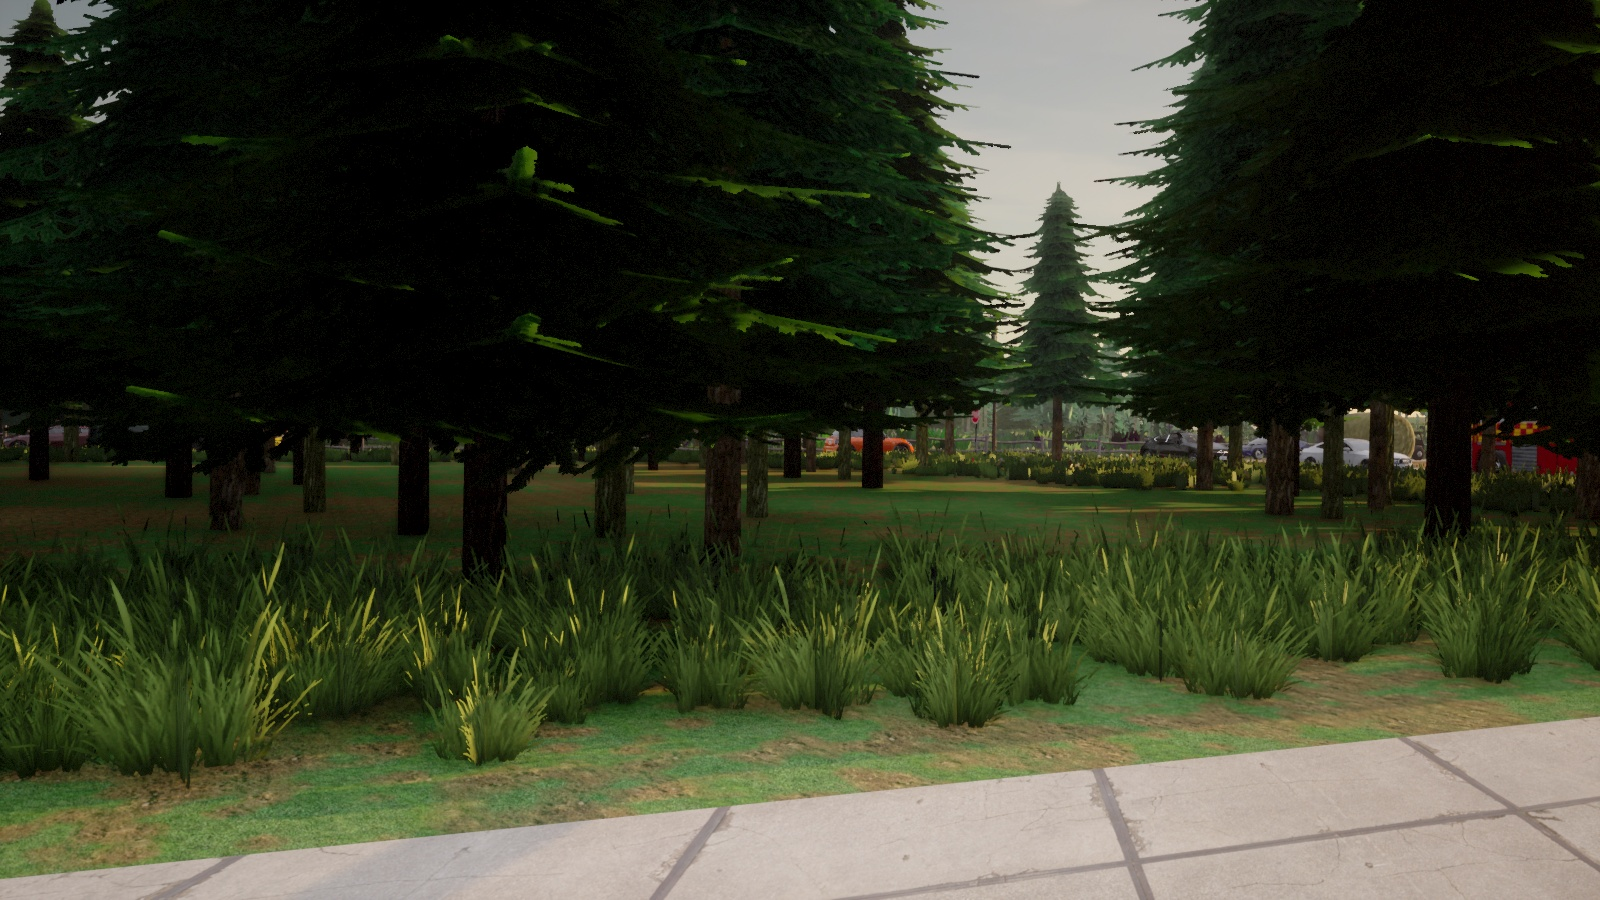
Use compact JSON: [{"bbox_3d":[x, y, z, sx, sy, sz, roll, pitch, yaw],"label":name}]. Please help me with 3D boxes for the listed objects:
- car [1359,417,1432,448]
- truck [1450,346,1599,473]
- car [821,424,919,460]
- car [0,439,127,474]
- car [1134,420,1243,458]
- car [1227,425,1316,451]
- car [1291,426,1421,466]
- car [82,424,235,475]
[{"bbox_3d":[37.596,-1.110,79.296,3.866,1.878,1.905,-1,1,-18],"label":"car"},{"bbox_3d":[24.896,-1.245,39.123,2.891,3.827,8.468,-1,1,-21],"label":"truck"},{"bbox_3d":[3.577,-0.440,64.520,4.553,1.767,2.097,-1,1,-18],"label":"car"},{"bbox_3d":[-32.556,0.271,55.574,4.674,1.442,1.812,-1,1,-20],"label":"car"},{"bbox_3d":[17.767,-0.528,57.734,2.152,1.651,5.027,-1,1,-21],"label":"car"},{"bbox_3d":[28.677,-0.763,76.392,4.792,1.488,2.163,-1,1,-18],"label":"car"},{"bbox_3d":[21.358,-0.169,48.465,1.812,1.442,4.674,-1,1,-21],"label":"car"},{"bbox_3d":[-27.307,-0.062,53.728,5.566,2.045,2.150,-1,1,-20],"label":"car"}]
